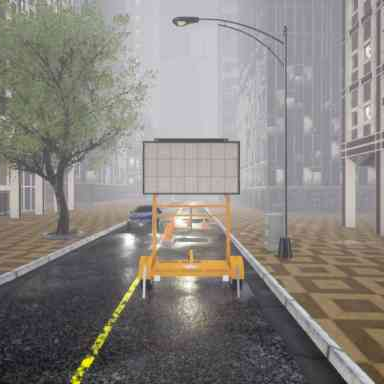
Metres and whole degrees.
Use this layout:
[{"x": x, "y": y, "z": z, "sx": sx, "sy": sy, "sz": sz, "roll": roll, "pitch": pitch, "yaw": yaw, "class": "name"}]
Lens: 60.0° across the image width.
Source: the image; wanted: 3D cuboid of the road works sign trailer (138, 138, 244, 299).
[{"x": -0.018, "y": 0.464, "z": 8.393, "sx": 2.380, "sy": 3.560, "sz": 2.880, "roll": 0, "pitch": 0, "yaw": 0, "class": "road works sign trailer"}]

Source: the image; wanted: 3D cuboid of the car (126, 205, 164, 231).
[{"x": -2.795, "y": 1.529, "z": 20.531, "sx": 1.812, "sy": 1.442, "sz": 4.674, "roll": 0, "pitch": 0, "yaw": 0, "class": "car"}]
